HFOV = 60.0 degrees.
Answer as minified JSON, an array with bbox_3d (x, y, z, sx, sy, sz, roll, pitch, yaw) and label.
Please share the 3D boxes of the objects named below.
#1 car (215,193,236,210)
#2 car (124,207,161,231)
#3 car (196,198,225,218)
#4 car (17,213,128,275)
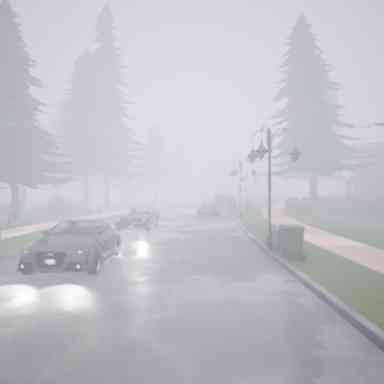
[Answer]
[{"bbox_3d":[4.253,1.185,42.582,2.150,2.045,5.566,0,0,17],"label":"car"},{"bbox_3d":[-3.190,1.585,20.463,1.895,1.301,4.718,0,0,4],"label":"car"},{"bbox_3d":[1.622,1.537,30.341,1.994,1.385,4.181,0,0,10],"label":"car"},{"bbox_3d":[-3.533,1.557,10.342,1.994,1.385,4.181,0,0,1],"label":"car"}]
